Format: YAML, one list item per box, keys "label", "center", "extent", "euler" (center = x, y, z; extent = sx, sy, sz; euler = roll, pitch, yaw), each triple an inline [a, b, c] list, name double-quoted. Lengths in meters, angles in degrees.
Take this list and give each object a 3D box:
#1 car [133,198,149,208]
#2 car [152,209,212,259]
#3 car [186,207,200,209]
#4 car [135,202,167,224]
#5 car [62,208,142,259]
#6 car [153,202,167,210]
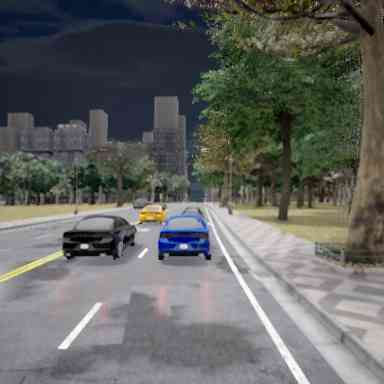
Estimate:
- label: "car"
  center: [-8.844, 2.132, 58.728]
  extent: [2.150, 2.045, 5.566]
  euler: [0, -1, 2]
- label: "car"
  center: [-0.225, 1.650, 13.321]
  extent: [1.882, 1.535, 5.008]
  euler: [0, -1, 1]
- label: "car"
  center: [0.056, 1.943, 27.352]
  extent: [1.994, 1.385, 4.181]
  euler: [0, -1, 2]
- label: "car"
  center: [-3.160, 1.873, 28.306]
  extent: [1.882, 1.535, 5.008]
  euler: [0, 0, 2]
- label: "car"
  center: [-3.474, 1.652, 13.357]
  extent: [1.882, 1.535, 5.008]
  euler: [0, 0, 1]
- label: "car"
  center: [-5.595, 2.472, 58.714]
  extent: [1.994, 1.385, 4.181]
  euler: [0, -1, 2]
